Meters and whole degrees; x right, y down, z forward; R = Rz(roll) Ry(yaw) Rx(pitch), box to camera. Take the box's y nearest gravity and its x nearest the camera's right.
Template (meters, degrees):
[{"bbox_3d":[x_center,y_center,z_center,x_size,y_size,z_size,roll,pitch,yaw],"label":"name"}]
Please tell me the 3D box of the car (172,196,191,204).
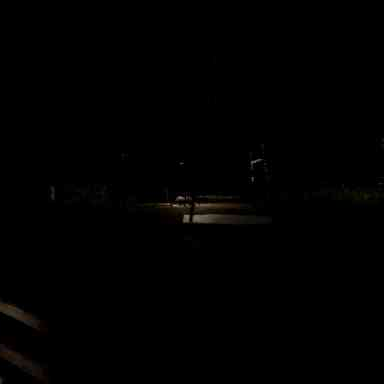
[{"bbox_3d":[-1.774,1.535,61.122,2.033,1.411,5.357,2,1,35],"label":"car"}]
